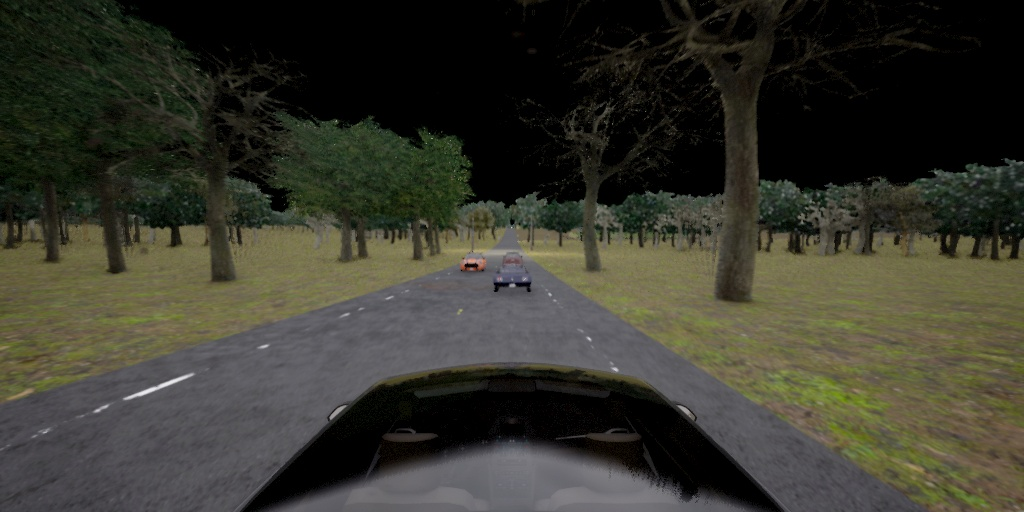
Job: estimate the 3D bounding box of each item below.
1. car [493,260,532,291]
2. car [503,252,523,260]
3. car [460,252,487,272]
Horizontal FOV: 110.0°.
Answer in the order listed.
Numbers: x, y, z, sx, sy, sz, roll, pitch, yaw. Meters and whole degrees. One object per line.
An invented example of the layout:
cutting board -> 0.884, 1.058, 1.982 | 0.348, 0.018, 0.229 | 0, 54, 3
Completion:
car -> 0.033, 1.077, 19.104 | 1.895, 1.301, 4.718 | 0, 1, 0
car -> 0.092, 0.345, 38.006 | 2.097, 1.767, 4.553 | 0, 2, 0
car -> -3.501, 0.482, 33.221 | 2.097, 1.767, 4.553 | 0, 2, 0
